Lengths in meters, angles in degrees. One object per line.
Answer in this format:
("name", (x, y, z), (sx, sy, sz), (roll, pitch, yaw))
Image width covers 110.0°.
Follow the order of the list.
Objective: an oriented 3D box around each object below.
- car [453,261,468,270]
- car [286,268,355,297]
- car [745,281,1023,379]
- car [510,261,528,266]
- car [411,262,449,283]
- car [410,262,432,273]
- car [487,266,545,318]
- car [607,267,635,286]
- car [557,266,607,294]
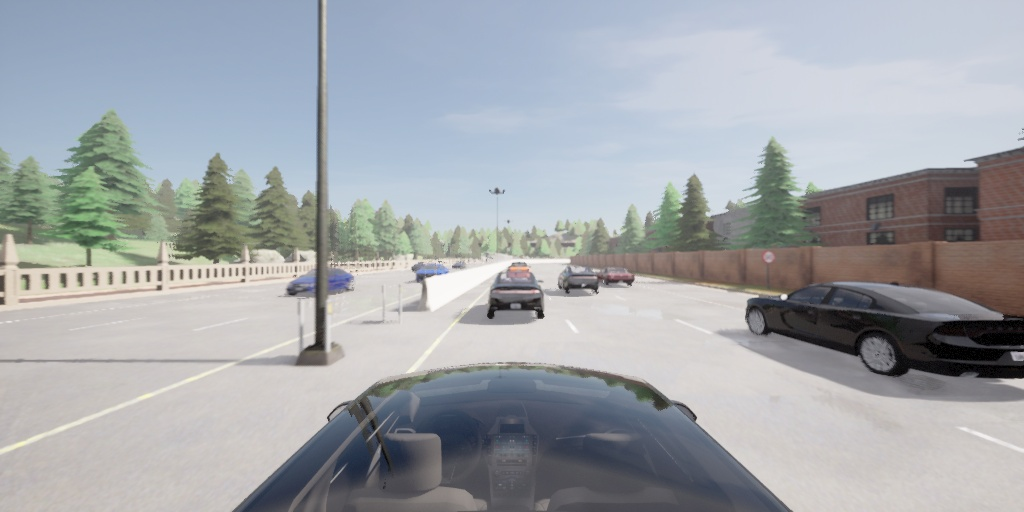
("car", (-9.009, 1.643, 63.243), (2.033, 1.411, 5.357), (0, 0, 2))
("car", (-10.414, 1.383, 19.948), (1.812, 1.442, 4.674), (0, 0, 2))
("car", (7.096, 1.253, 7.469), (1.882, 1.535, 5.008), (0, 0, 0))
("car", (0.645, 1.264, 31.787), (2.097, 1.767, 4.553), (0, 0, 2))
("car", (-6.609, 1.387, 30.114), (1.882, 1.535, 5.008), (0, 0, 2))
("car", (-12.935, 1.593, 51.133), (1.994, 1.385, 4.181), (0, 0, 2))
("car", (0.150, 1.305, 13.217), (2.128, 1.511, 4.902), (0, 0, 1))
("car", (7.488, 1.480, 26.596), (1.895, 1.301, 4.718), (0, 0, 2))
("car", (3.834, 1.345, 21.219), (2.128, 1.511, 4.902), (0, 0, 2))
